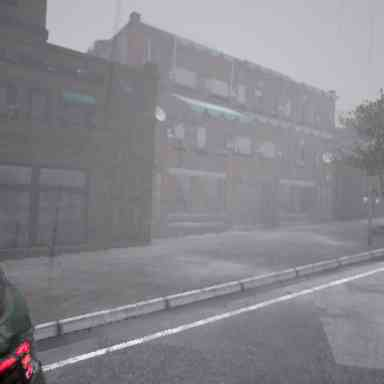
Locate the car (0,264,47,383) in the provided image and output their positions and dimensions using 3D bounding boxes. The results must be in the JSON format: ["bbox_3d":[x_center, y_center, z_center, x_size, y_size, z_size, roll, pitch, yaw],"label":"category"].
[{"bbox_3d":[-3.532,1.230,1.159,5.566,2.045,2.150,0,0,-36],"label":"car"}]
